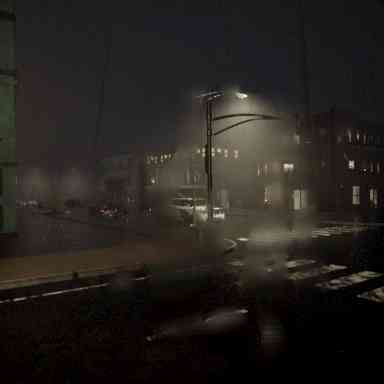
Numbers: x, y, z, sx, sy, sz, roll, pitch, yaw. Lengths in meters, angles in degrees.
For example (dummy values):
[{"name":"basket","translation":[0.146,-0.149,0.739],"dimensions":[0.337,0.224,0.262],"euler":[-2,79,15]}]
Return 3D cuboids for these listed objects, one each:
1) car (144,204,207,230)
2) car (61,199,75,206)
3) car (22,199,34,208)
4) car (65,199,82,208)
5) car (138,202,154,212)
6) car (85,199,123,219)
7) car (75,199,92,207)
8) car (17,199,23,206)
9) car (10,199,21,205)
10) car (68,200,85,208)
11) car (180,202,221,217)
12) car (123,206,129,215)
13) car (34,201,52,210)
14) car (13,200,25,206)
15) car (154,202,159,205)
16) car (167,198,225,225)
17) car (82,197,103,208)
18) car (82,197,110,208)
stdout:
[{"name":"car","translation":[-1.250,1.815,23.224],"dimensions":[1.947,1.339,4.313],"euler":[-2,0,-36]},{"name":"car","translation":[-28.156,2.364,75.482],"dimensions":[1.947,1.339,4.313],"euler":[-1,0,-36]},{"name":"car","translation":[-31.754,2.376,66.104],"dimensions":[2.008,1.369,4.403],"euler":[-1,0,-36]},{"name":"car","translation":[-18.674,1.796,52.441],"dimensions":[1.882,1.535,5.008],"euler":[-1,0,-36]},{"name":"car","translation":[-5.623,1.966,43.961],"dimensions":[1.802,1.307,4.206],"euler":[-2,0,-36]},{"name":"car","translation":[-9.224,1.847,34.583],"dimensions":[1.967,1.590,4.097],"euler":[-1,0,-36]},{"name":"car","translation":[-21.719,2.228,66.475],"dimensions":[1.887,1.381,4.507],"euler":[-1,0,-36]},{"name":"car","translation":[-38.194,2.380,75.109],"dimensions":[1.967,1.590,4.097],"euler":[-1,0,-36]},{"name":"car","translation":[-44.629,2.598,84.115],"dimensions":[1.887,1.381,4.507],"euler":[-1,0,-36]},{"name":"car","translation":[-21.440,2.230,61.646],"dimensions":[1.994,1.385,4.181],"euler":[-1,0,-36]},{"name":"car","translation":[0.813,1.810,34.955],"dimensions":[2.008,1.369,4.403],"euler":[-2,0,-36]},{"name":"car","translation":[-9.273,1.969,39.129],"dimensions":[2.033,1.411,5.357],"euler":[-1,0,-36]},{"name":"car","translation":[-25.218,2.233,56.959],"dimensions":[1.752,1.417,4.829],"euler":[-1,0,-36]},{"name":"car","translation":[-41.411,2.548,79.613],"dimensions":[2.008,1.369,4.403],"euler":[-1,0,-36]},{"name":"car","translation":[-2.405,1.904,39.459],"dimensions":[1.802,1.307,4.206],"euler":[-2,0,-36]},{"name":"car","translation":[0.140,1.460,25.952],"dimensions":[2.150,2.045,5.566],"euler":[-1,0,-36]},{"name":"car","translation":[-18.505,1.940,61.972],"dimensions":[2.192,1.841,5.009],"euler":[-1,0,-36]},{"name":"car","translation":[-15.379,2.033,53.166],"dimensions":[1.882,1.535,5.008],"euler":[-1,0,-35]}]
